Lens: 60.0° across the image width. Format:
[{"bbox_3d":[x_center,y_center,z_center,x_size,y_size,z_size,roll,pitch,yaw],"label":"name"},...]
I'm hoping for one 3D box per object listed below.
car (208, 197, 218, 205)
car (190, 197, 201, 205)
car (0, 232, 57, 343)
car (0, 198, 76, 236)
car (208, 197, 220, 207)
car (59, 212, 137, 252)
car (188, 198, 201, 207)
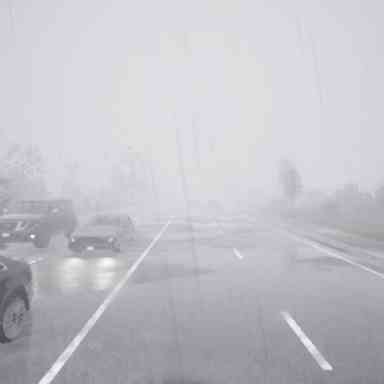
[{"bbox_3d":[4.257,1.843,67.404,1.882,1.535,5.008,0,0,3],"label":"car"},{"bbox_3d":[0.763,1.871,67.602,2.128,1.511,4.902,0,0,3],"label":"car"},{"bbox_3d":[-3.605,1.520,3.712,2.128,1.511,4.902,0,0,0],"label":"car"},{"bbox_3d":[-7.128,1.326,15.504,2.150,2.045,5.566,0,-1,0],"label":"car"},{"bbox_3d":[3.827,1.808,57.168,1.882,1.535,5.008,0,0,2],"label":"car"},{"bbox_3d":[-3.628,1.639,14.528,2.033,1.411,5.357,0,0,0],"label":"car"},{"bbox_3d":[0.341,1.903,57.664,1.994,1.385,4.181,0,0,2],"label":"car"}]
